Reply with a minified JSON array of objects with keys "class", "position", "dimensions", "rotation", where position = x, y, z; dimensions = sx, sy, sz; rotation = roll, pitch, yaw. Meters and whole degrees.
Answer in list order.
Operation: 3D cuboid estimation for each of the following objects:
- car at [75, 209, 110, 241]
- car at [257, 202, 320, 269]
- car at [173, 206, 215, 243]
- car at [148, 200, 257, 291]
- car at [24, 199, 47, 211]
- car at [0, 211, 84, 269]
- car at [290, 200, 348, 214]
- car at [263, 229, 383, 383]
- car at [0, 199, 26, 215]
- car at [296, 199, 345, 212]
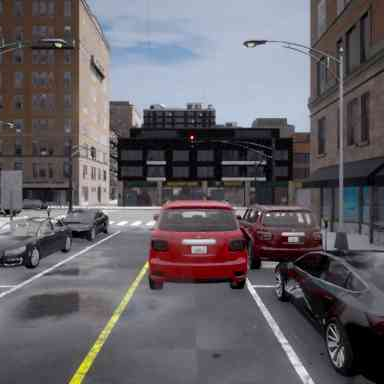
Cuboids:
[{"class":"car","position":[-5.387,1.566,16.698],"dimensions":[1.947,1.339,4.313],"rotation":[0,0,0]},{"class":"car","position":[2.637,1.315,11.035],"dimensions":[2.192,1.841,5.009],"rotation":[0,0,0]},{"class":"car","position":[0.092,1.526,16.952],"dimensions":[1.812,1.442,4.674],"rotation":[0,0,0]},{"class":"car","position":[0.080,1.221,9.194],"dimensions":[2.150,2.045,5.566],"rotation":[0,0,-1]},{"class":"car","position":[-19.267,1.479,38.888],"dimensions":[4.181,1.385,1.994],"rotation":[0,0,0]},{"class":"car","position":[-5.388,1.551,11.036],"dimensions":[2.008,1.369,4.403],"rotation":[0,0,0]},{"class":"car","position":[13.579,1.624,35.778],"dimensions":[5.357,1.411,2.033],"rotation":[0,0,0]},{"class":"car","position":[2.636,1.566,5.373],"dimensions":[1.947,1.339,4.313],"rotation":[0,0,0]},{"class":"car","position":[-17.512,1.524,28.939],"dimensions":[4.718,1.301,1.895],"rotation":[0,0,0]},{"class":"car","position":[15.043,1.562,39.036],"dimensions":[5.008,1.535,1.882],"rotation":[0,0,0]}]
